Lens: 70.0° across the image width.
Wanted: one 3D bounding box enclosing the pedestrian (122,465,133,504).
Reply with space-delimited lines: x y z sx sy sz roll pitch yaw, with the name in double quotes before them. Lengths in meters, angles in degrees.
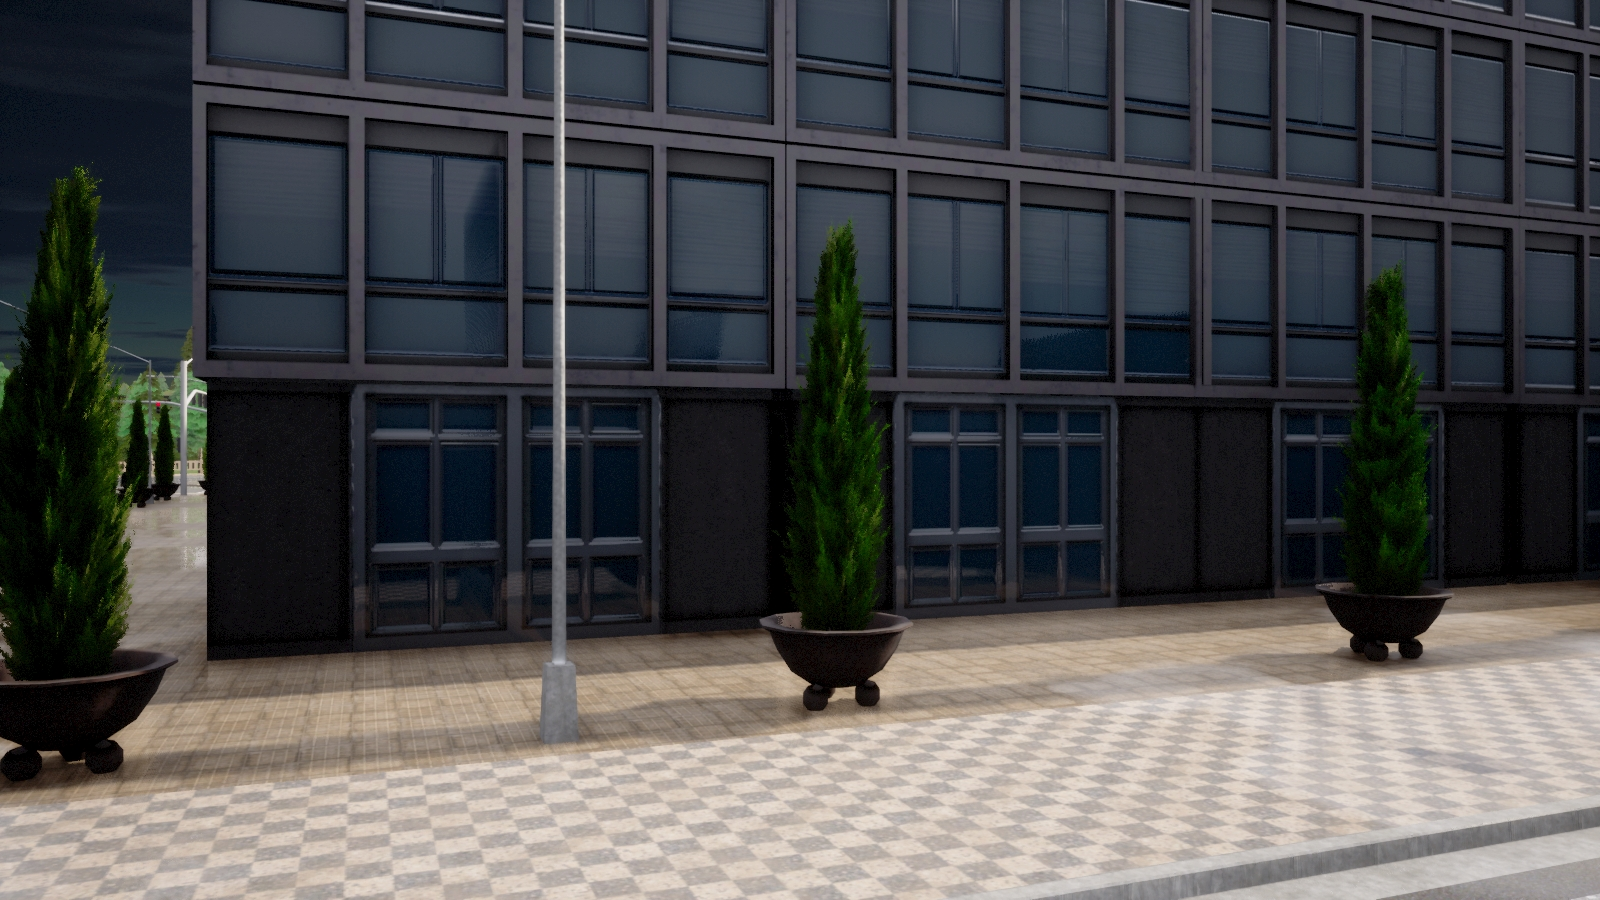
"pedestrian" -32.238 1.639 54.759 0.375 1.860 0.375 0 0 -22
